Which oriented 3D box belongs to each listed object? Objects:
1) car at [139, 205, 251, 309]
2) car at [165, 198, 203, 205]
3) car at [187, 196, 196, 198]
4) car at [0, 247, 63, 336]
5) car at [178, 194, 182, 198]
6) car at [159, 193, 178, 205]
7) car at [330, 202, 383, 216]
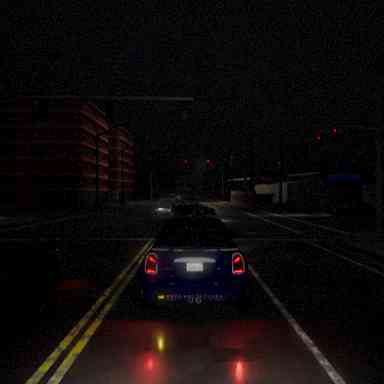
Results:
[{"bbox_3d":[0.056,1.367,8.079,2.097,1.767,4.553,0,0,0],"label":"car"},{"bbox_3d":[0.000,1.575,30.284,2.033,1.411,5.357,0,0,-33],"label":"car"},{"bbox_3d":[-0.190,1.644,81.247,1.837,1.490,4.892,0,0,0],"label":"car"},{"bbox_3d":[-3.610,1.556,4.654,2.033,1.411,5.357,0,0,0],"label":"car"},{"bbox_3d":[-3.665,1.670,68.855,2.033,1.411,5.357,0,0,0],"label":"car"},{"bbox_3d":[-3.714,1.310,49.865,2.150,2.045,5.566,0,0,0],"label":"car"},{"bbox_3d":[16.390,1.660,33.166,4.718,1.301,1.895,0,0,0],"label":"car"}]
